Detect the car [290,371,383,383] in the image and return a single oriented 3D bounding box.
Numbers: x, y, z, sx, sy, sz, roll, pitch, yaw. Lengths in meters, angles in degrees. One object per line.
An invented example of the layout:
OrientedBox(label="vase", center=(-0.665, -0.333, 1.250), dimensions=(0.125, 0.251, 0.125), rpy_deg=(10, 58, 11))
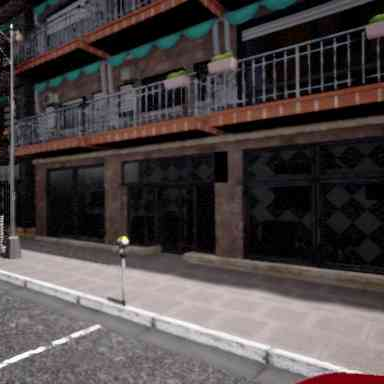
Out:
OrientedBox(label="car", center=(2.266, 1.584, 1.272), dimensions=(4.206, 1.307, 1.802), rpy_deg=(0, -1, 35))
